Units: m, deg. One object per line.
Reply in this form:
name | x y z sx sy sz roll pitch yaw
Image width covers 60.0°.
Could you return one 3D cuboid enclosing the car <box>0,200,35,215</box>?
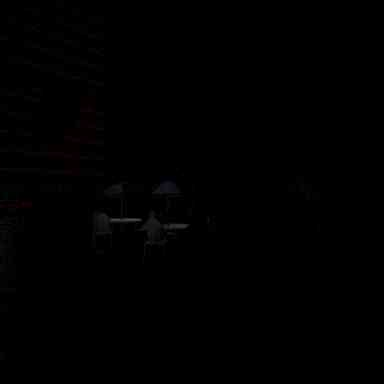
car | -18.129 1.531 32.575 1.882 1.535 5.008 0 0 40
